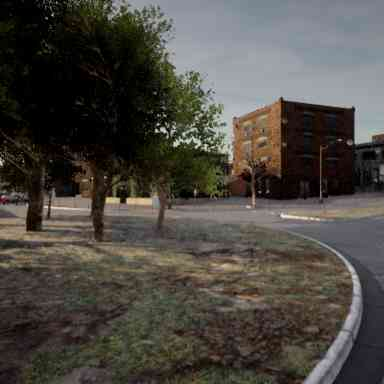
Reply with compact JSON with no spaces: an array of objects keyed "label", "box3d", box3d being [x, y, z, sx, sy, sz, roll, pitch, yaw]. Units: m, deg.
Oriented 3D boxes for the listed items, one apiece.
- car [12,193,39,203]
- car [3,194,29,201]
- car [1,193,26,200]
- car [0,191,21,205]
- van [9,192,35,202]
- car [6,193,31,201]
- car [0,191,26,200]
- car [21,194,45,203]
[{"label":"car","box3d":[-33.358,1.152,66.608,4.553,1.767,2.185,0,1,-36]},{"label":"car","box3d":[-40.063,1.143,75.640,5.008,1.535,2.097,0,1,-36]},{"label":"car","box3d":[-41.629,1.108,77.784,4.892,1.521,2.231,0,1,-36]},{"label":"car","box3d":[-30.447,1.233,55.188,2.097,1.767,4.553,0,0,-39]},{"label":"van","box3d":[-35.202,1.024,68.860,4.442,1.987,1.878,0,1,-36]},{"label":"car","box3d":[-38.310,1.056,73.324,4.553,1.767,2.185,0,1,-36]},{"label":"car","box3d":[-43.257,0.819,80.030,5.566,2.045,2.435,0,1,-36]},{"label":"car","box3d":[-30.182,1.349,62.199,4.792,1.488,2.163,0,0,-36]}]
